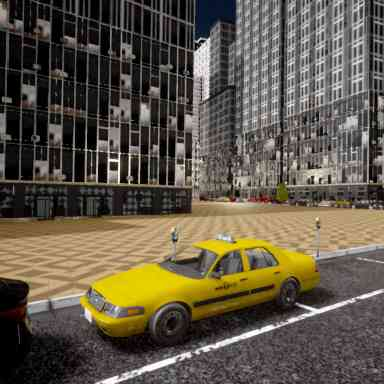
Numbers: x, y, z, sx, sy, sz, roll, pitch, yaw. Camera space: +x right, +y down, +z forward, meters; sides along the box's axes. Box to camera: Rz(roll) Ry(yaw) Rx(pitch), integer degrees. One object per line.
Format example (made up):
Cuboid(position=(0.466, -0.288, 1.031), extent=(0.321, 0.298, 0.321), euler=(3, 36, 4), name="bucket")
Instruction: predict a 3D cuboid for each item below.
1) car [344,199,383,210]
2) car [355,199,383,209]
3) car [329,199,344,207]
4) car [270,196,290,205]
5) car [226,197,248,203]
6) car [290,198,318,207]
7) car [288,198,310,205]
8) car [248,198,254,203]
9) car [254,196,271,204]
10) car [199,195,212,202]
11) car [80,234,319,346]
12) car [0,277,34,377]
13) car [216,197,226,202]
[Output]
Cuboid(position=(22.609, 1.653, 43.210), extent=(2.008, 1.369, 4.403), euler=(1, -1, -22), name="car")
Cuboid(position=(27.793, 1.833, 51.372), extent=(2.008, 1.369, 4.403), euler=(1, -1, -22), name="car")
Cuboid(position=(25.619, 1.840, 56.711), extent=(1.752, 1.417, 4.829), euler=(1, -1, -22), name="car")
Cuboid(position=(16.284, 1.636, 58.749), extent=(1.967, 1.590, 4.097), euler=(1, -1, -22), name="car")
Cuboid(position=(9.957, 1.730, 74.286), extent=(1.967, 1.590, 4.097), euler=(1, -1, -22), name="car")
Cuboid(position=(18.391, 1.716, 53.568), extent=(2.008, 1.369, 4.403), euler=(1, -1, -22), name="car")
Cuboid(position=(21.463, 1.927, 66.916), extent=(2.008, 1.369, 4.403), euler=(1, -1, -22), name="car")
Cuboid(position=(15.133, 2.052, 82.460), extent=(1.802, 1.307, 4.206), euler=(1, -1, -22), name="car")
Cuboid(position=(17.247, 1.754, 77.282), extent=(2.192, 1.841, 5.009), euler=(1, -1, -22), name="car")
Cuboid(position=(3.632, 1.698, 89.824), extent=(2.192, 1.841, 5.009), euler=(1, -1, -22), name="car")
Cuboid(position=(0.435, 1.528, 6.341), extent=(4.829, 1.417, 1.752), euler=(0, 1, -35), name="car")
Cuboid(position=(-3.928, 1.565, 3.283), extent=(4.313, 1.339, 1.947), euler=(0, 1, -36), name="car")
Cuboid(position=(7.911, 1.845, 79.306), extent=(1.752, 1.417, 4.829), euler=(1, -1, -22), name="car")
